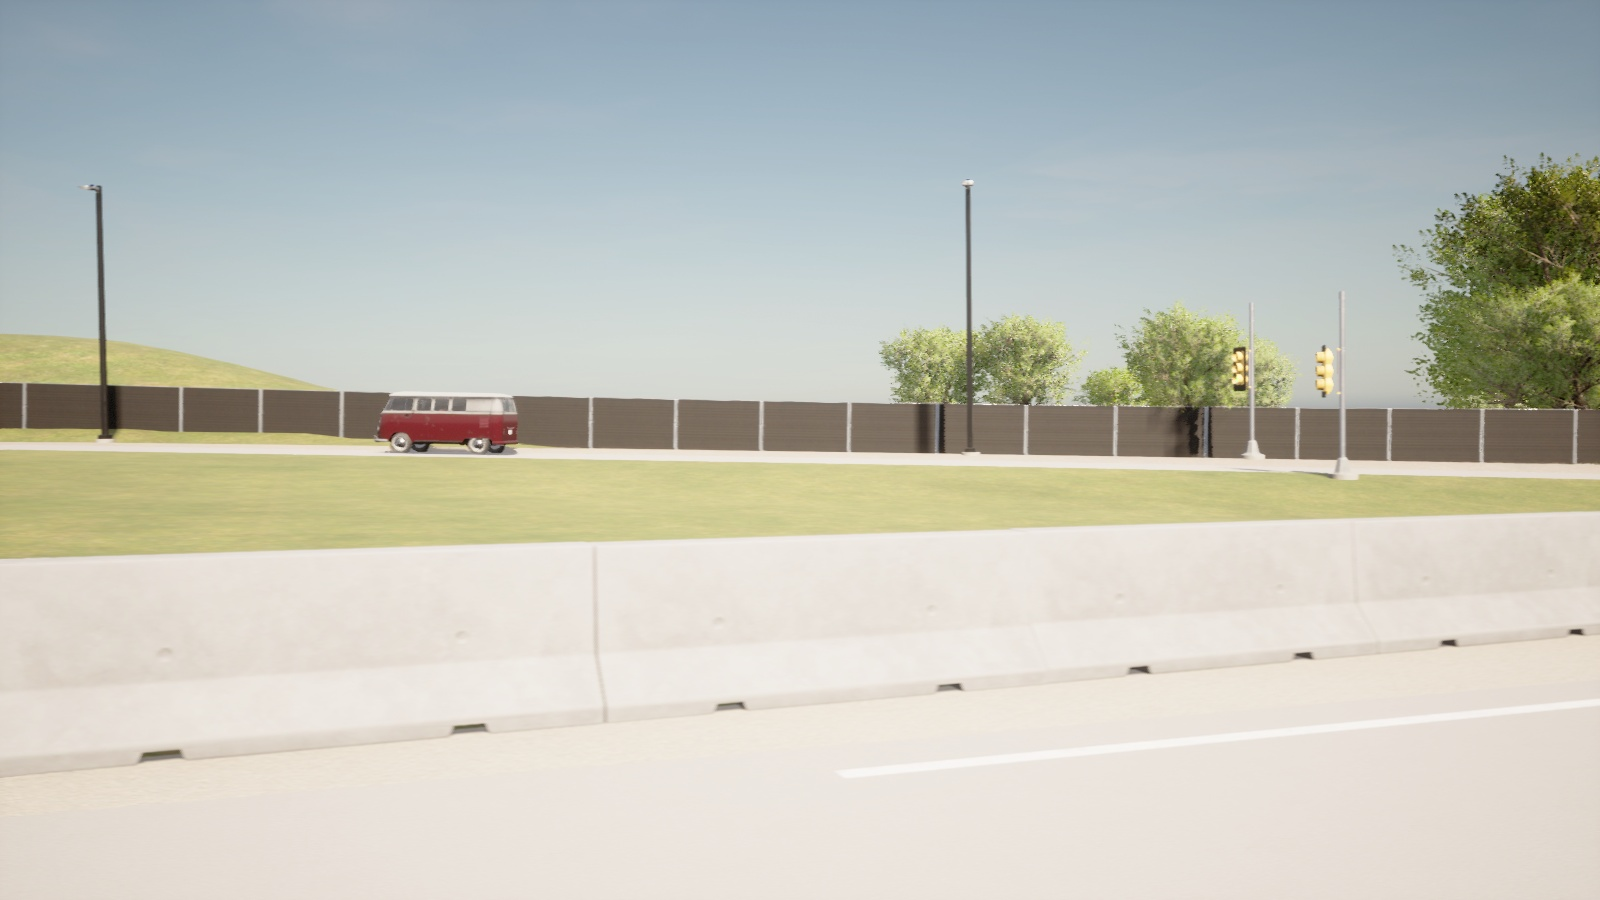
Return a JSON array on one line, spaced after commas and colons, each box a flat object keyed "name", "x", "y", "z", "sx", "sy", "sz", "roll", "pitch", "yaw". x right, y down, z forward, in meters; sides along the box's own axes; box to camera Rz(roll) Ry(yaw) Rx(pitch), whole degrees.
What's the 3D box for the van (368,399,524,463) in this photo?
[{"name": "van", "x": -11.326, "y": -0.624, "z": 40.334, "sx": 4.442, "sy": 1.987, "sz": 1.775, "roll": 0, "pitch": 2, "yaw": 6}]
